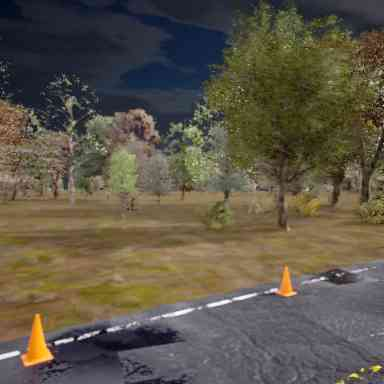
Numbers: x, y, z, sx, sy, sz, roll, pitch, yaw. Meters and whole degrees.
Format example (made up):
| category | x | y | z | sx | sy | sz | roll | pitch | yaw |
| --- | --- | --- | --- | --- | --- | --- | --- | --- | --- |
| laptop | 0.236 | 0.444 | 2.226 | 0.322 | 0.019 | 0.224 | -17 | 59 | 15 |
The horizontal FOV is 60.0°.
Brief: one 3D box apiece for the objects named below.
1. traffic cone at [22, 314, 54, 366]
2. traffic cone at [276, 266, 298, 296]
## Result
| category | x | y | z | sx | sy | sz | roll | pitch | yaw |
| --- | --- | --- | --- | --- | --- | --- | --- | --- | --- |
| traffic cone | -2.083 | 1.943 | 4.487 | 0.340 | 0.580 | 0.340 | 0 | 0 | -35 |
| traffic cone | 2.090 | 1.941 | 7.349 | 0.340 | 0.580 | 0.340 | 0 | 0 | -34 |
